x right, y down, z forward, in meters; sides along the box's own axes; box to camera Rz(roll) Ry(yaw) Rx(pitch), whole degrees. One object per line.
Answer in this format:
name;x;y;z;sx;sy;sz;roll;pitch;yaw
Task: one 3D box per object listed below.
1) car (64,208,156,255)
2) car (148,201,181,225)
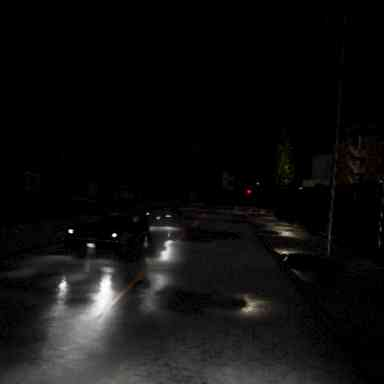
car;-2.979;1.411;12.774;1.895;1.301;4.718;4;0;6
car;-1.877;1.414;23.453;1.837;1.490;4.892;4;0;6
